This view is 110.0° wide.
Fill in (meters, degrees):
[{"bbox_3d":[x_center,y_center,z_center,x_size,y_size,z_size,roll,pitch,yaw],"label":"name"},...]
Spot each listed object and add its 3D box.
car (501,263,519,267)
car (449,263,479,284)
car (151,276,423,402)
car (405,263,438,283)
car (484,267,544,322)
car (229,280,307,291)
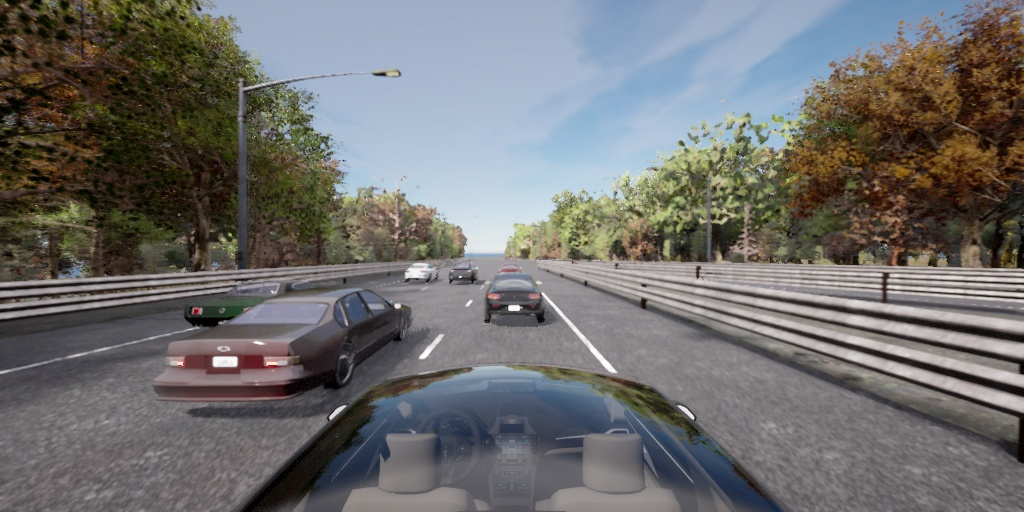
[{"bbox_3d":[-0.164,1.298,28.592,1.812,1.442,4.674,0,0,-1],"label":"car"},{"bbox_3d":[-3.646,1.264,27.478,2.128,1.511,4.902,0,0,-1],"label":"car"},{"bbox_3d":[-3.419,1.301,6.767,2.033,1.411,5.357,0,0,0],"label":"car"},{"bbox_3d":[-7.164,1.301,28.598,1.812,1.442,4.674,0,0,-1],"label":"car"},{"bbox_3d":[0.047,1.282,12.237,1.812,1.442,4.674,0,0,0],"label":"car"},{"bbox_3d":[-6.941,1.358,10.865,1.895,1.301,4.718,0,0,0],"label":"car"}]
